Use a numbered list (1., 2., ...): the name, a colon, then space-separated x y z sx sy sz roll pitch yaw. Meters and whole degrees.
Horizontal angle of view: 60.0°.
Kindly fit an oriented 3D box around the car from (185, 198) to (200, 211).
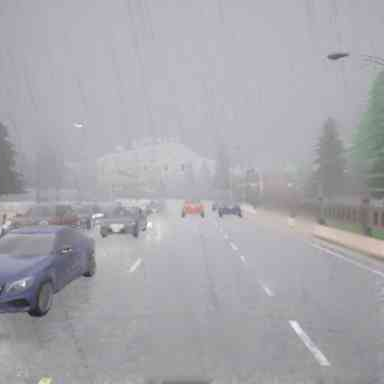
1. car: -0.038 1.611 45.103 1.882 1.535 5.008 0 0 -1

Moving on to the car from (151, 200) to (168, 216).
1. car: -3.498 1.593 33.601 2.128 1.511 4.902 0 0 0

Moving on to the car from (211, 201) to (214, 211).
1. car: 3.541 1.688 42.288 1.994 1.385 4.181 0 0 1

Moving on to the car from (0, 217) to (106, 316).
1. car: -3.587 1.549 7.694 1.812 1.442 4.674 0 0 0

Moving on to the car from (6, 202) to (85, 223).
1. car: -7.077 1.400 16.046 2.097 1.767 4.553 0 0 0

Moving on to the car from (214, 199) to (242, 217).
1. car: 3.528 1.447 32.316 2.097 1.767 4.553 0 0 1

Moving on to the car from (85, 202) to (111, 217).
1. car: -6.996 1.592 21.741 1.837 1.490 4.892 0 0 0

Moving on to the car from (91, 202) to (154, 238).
1. car: -3.576 1.545 18.188 2.128 1.511 4.902 0 0 0

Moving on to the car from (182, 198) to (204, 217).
1. car: 0.106 1.449 33.129 2.097 1.767 4.553 0 0 0
